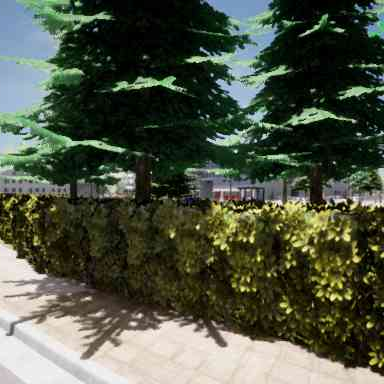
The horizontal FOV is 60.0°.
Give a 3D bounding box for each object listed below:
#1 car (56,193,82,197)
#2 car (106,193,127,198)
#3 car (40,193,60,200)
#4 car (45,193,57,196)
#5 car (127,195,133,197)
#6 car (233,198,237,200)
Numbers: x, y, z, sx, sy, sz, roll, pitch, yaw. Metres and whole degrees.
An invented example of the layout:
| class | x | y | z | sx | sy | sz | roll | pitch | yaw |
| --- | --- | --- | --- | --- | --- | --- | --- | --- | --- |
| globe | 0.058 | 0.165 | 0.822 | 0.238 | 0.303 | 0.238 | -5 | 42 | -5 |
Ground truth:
| class | x | y | z | sx | sy | sz | roll | pitch | yaw |
| --- | --- | --- | --- | --- | --- | --- | --- | --- | --- |
| car | -24.588 | 1.318 | 66.613 | 3.633 | 1.501 | 1.845 | 0 | 0 | -34 |
| car | -20.362 | 1.151 | 92.766 | 5.027 | 1.636 | 2.152 | 0 | 0 | -34 |
| car | -36.525 | 1.096 | 85.640 | 4.605 | 1.855 | 1.932 | 0 | 0 | -34 |
| car | -30.145 | 1.296 | 74.918 | 4.514 | 1.523 | 2.007 | 0 | 0 | -34 |
| car | -13.202 | 1.075 | 82.163 | 3.866 | 1.878 | 1.905 | 0 | 0 | -34 |
| car | 7.554 | 1.531 | 49.166 | 4.674 | 1.442 | 1.812 | 0 | 0 | -35 |
